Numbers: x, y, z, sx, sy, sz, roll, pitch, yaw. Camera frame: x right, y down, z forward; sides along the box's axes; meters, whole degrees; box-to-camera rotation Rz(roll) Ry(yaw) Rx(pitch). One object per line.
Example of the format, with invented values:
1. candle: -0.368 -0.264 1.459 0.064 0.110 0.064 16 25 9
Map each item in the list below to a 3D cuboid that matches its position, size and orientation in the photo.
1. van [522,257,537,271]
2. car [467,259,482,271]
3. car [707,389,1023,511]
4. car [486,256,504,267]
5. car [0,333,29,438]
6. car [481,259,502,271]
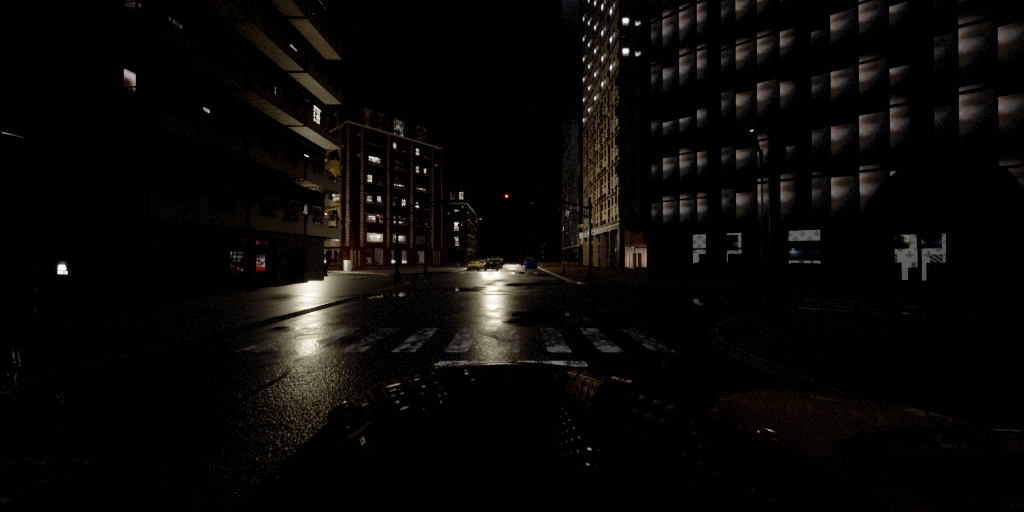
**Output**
1. van: 2.609 1.136 50.060 1.690 1.789 3.998 0 0 0
2. car: -5.271 1.320 49.898 1.751 1.417 4.829 0 0 0
3. car: 2.563 1.275 1.237 1.751 1.417 4.829 0 0 0
4. car: -2.784 1.036 59.146 2.150 2.045 5.566 0 0 0
5. car: -5.318 1.064 1.069 2.192 1.841 5.009 0 0 0
6. car: -2.804 1.394 49.222 1.895 1.301 4.718 0 0 0
